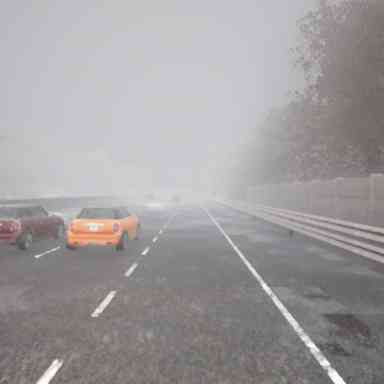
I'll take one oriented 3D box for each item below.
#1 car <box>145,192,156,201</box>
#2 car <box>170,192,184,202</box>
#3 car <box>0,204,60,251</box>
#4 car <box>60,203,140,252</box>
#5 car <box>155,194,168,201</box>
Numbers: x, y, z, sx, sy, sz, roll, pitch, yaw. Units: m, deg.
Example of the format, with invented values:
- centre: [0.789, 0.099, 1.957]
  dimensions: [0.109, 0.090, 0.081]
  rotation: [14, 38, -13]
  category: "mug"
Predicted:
- centre: [-10.432, 1.112, 83.313]
  dimensions: [2.150, 2.045, 5.566]
  rotation: [1, 0, 0]
  category: "car"
- centre: [-3.440, 1.324, 73.416]
  dimensions: [2.097, 1.767, 4.553]
  rotation: [1, 0, 0]
  category: "car"
- centre: [-6.981, 1.270, 13.757]
  dimensions: [2.097, 1.767, 4.553]
  rotation: [1, 0, 0]
  category: "car"
- centre: [-3.481, 1.312, 13.915]
  dimensions: [2.097, 1.767, 4.553]
  rotation: [1, 0, 0]
  category: "car"
- centre: [-6.938, 1.406, 79.343]
  dimensions: [1.882, 1.535, 5.008]
  rotation: [1, 0, 0]
  category: "car"
